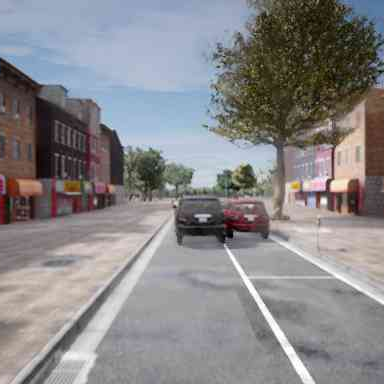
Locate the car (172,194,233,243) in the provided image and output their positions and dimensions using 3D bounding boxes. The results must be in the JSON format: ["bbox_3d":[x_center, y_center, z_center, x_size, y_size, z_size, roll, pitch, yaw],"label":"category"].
[{"bbox_3d":[0.275,1.199,15.994,2.150,2.045,5.566,0,0,-4],"label":"car"}]

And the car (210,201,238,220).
[{"bbox_3d":[2.633,1.504,28.289,1.887,1.381,4.507,0,0,0],"label":"car"}]

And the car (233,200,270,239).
[{"bbox_3d":[2.636,1.290,17.197,2.192,1.841,5.009,0,0,0],"label":"car"}]

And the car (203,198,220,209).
[{"bbox_3d":[2.629,1.500,44.924,2.008,1.369,4.403,0,0,0],"label":"car"}]

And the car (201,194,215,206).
[{"bbox_3d":[2.627,1.266,56.015,2.192,1.841,5.009,0,0,0],"label":"car"}]

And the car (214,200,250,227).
[{"bbox_3d":[2.634,1.408,22.743,1.967,1.590,4.097,0,0,0],"label":"car"}]

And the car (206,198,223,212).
[{"bbox_3d":[2.630,1.474,39.550,1.752,1.417,4.829,0,0,0],"label":"car"}]

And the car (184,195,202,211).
[{"bbox_3d":[0.093,1.302,39.754,2.097,1.767,4.553,0,0,0],"label":"car"}]
